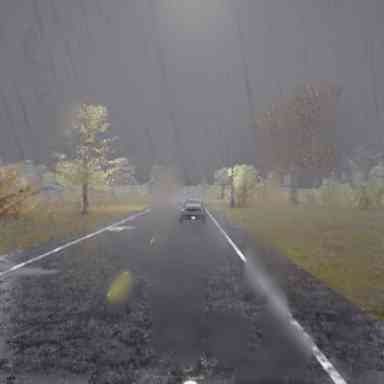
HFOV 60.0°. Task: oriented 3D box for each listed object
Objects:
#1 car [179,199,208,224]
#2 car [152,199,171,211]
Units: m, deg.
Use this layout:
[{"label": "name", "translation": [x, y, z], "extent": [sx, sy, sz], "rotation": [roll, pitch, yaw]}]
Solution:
[{"label": "car", "translation": [0.096, 1.495, 24.773], "extent": [1.837, 1.490, 4.892], "rotation": [0, 0, 0]}, {"label": "car", "translation": [-3.596, 1.545, 40.270], "extent": [1.994, 1.385, 4.181], "rotation": [0, 0, 0]}]
